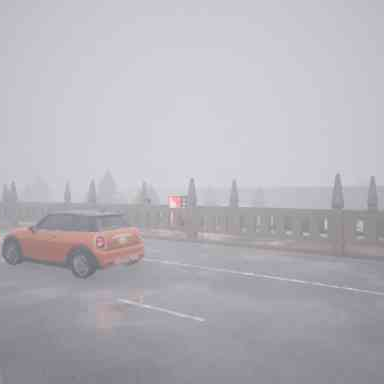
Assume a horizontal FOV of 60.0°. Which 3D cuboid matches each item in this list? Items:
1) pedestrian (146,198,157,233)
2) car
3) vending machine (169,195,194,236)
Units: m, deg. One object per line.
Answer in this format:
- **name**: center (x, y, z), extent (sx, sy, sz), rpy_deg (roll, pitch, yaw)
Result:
- **pedestrian**: center (-2.123, 1.141, 16.820), extent (0.375, 1.860, 0.375), rpy_deg (0, 0, 30)
- **car**: center (-3.728, 1.352, 10.241), extent (4.553, 1.767, 2.097), rpy_deg (0, 0, 31)
- **vending machine**: center (-0.562, 1.195, 17.624), extent (0.880, 2.100, 1.100), rpy_deg (0, 0, 30)
